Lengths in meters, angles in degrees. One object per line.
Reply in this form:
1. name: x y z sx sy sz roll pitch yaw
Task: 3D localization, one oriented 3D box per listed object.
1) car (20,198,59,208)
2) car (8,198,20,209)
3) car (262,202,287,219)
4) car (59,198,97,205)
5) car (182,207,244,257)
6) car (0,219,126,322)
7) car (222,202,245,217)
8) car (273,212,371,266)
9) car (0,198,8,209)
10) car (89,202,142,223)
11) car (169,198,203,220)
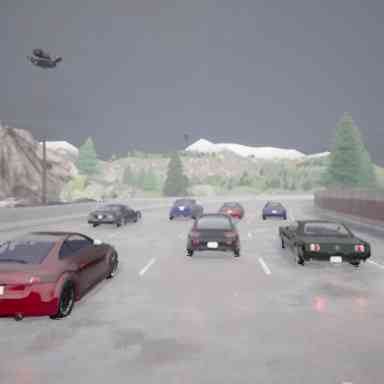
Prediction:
1. car: -16.261 1.462 37.376 2.033 1.411 5.357 0 0 14
2. car: -19.234 1.469 39.670 1.994 1.385 4.181 0 0 15
3. car: 7.042 1.538 28.553 1.994 1.385 4.181 0 0 13
4. car: -12.510 1.426 37.738 1.837 1.490 4.892 0 0 15
5. car: 0.867 1.509 12.853 1.812 1.442 4.674 0 0 5
6. car: -3.065 1.547 7.356 1.994 1.385 4.181 0 0 3
7. car: 3.456 1.530 28.575 1.994 1.385 4.181 0 0 13
8. car: 4.241 1.593 11.506 1.895 1.301 4.718 0 0 5
9. car: -22.406 1.422 41.346 1.812 1.442 4.674 0 0 15
10. car: -4.987 1.506 22.042 2.033 1.411 5.357 0 0 9
11. car: -0.360 1.312 27.504 2.097 1.767 4.553 0 0 11
